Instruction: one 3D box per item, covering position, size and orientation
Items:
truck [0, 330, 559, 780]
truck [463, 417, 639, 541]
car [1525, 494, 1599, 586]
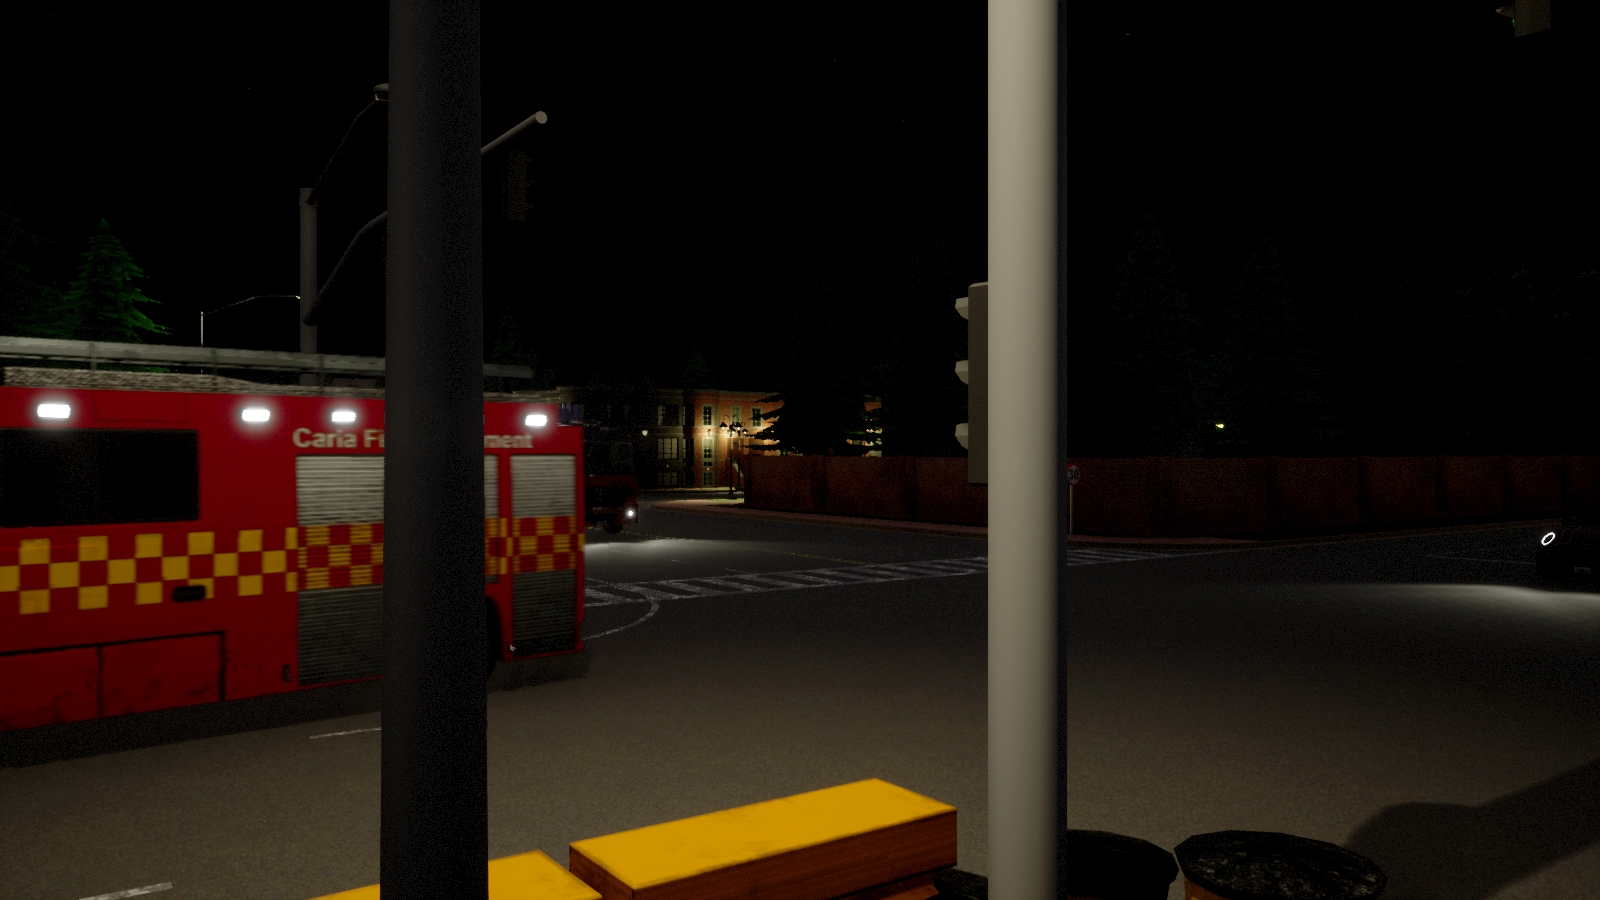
[{"bbox_3d":[-6.909,0.891,11.579,8.468,3.827,2.891,0,0,-43],"label":"truck"},{"bbox_3d":[-8.820,0.890,39.506,2.891,3.827,8.468,0,0,-35],"label":"truck"},{"bbox_3d":[18.010,1.906,24.946,4.553,1.767,2.097,0,0,-35],"label":"car"}]
